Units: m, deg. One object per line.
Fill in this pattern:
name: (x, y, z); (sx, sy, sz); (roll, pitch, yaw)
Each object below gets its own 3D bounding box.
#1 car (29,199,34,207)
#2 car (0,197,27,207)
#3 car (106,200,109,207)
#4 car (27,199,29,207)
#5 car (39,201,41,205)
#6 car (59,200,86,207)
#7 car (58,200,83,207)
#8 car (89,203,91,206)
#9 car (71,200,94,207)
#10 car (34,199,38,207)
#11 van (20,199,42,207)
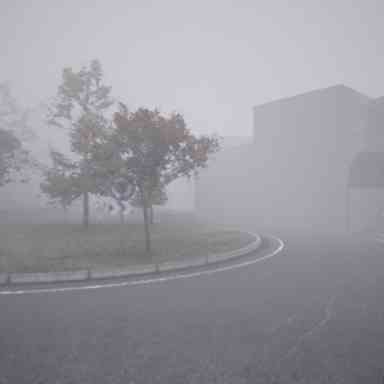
car: (-37.637, 2.177, 71.144); (5.566, 2.045, 2.435); (0, -2, -11)
car: (-36.552, 2.007, 65.793); (5.566, 2.045, 2.435); (0, -2, -11)
car: (-19.808, 2.644, 76.350); (2.128, 1.511, 4.902); (0, -2, -11)
car: (-37.103, 2.340, 68.396); (4.892, 1.521, 2.231); (0, -2, -11)
car: (-39.472, 2.746, 79.306); (5.366, 1.575, 1.946); (0, -3, -11)
car: (-24.732, 2.347, 69.064); (5.008, 1.535, 2.097); (0, -2, -11)
car: (-24.155, 2.129, 66.089); (4.553, 1.767, 2.185); (0, -2, -11)
car: (-25.336, 2.185, 71.926); (5.566, 2.045, 2.435); (0, -2, -11)
car: (-27.491, 2.903, 83.863); (5.366, 1.575, 1.946); (0, -3, -11)
car: (-38.956, 2.637, 76.698); (5.366, 1.575, 1.946); (0, -2, -11)
van: (-39.719, 2.645, 82.113); (4.442, 1.987, 1.878); (0, -3, -11)
